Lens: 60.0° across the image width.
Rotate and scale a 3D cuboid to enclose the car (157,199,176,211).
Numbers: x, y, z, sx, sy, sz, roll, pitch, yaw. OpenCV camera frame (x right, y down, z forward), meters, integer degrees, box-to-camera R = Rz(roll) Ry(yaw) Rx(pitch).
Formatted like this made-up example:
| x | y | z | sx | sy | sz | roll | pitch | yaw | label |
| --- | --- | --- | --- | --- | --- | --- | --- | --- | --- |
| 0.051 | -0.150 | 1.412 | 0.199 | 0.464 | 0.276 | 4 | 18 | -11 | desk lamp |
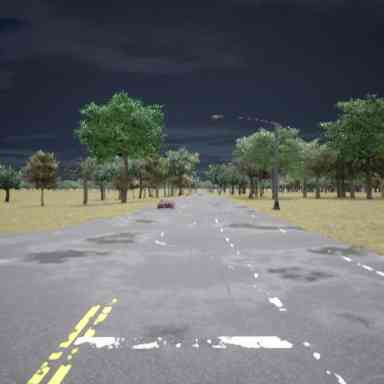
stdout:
| x | y | z | sx | sy | sz | roll | pitch | yaw | label |
| --- | --- | --- | --- | --- | --- | --- | --- | --- | --- |
| -2.975 | 1.450 | 38.849 | 1.895 | 1.301 | 4.718 | 0 | 1 | 2 | car |
